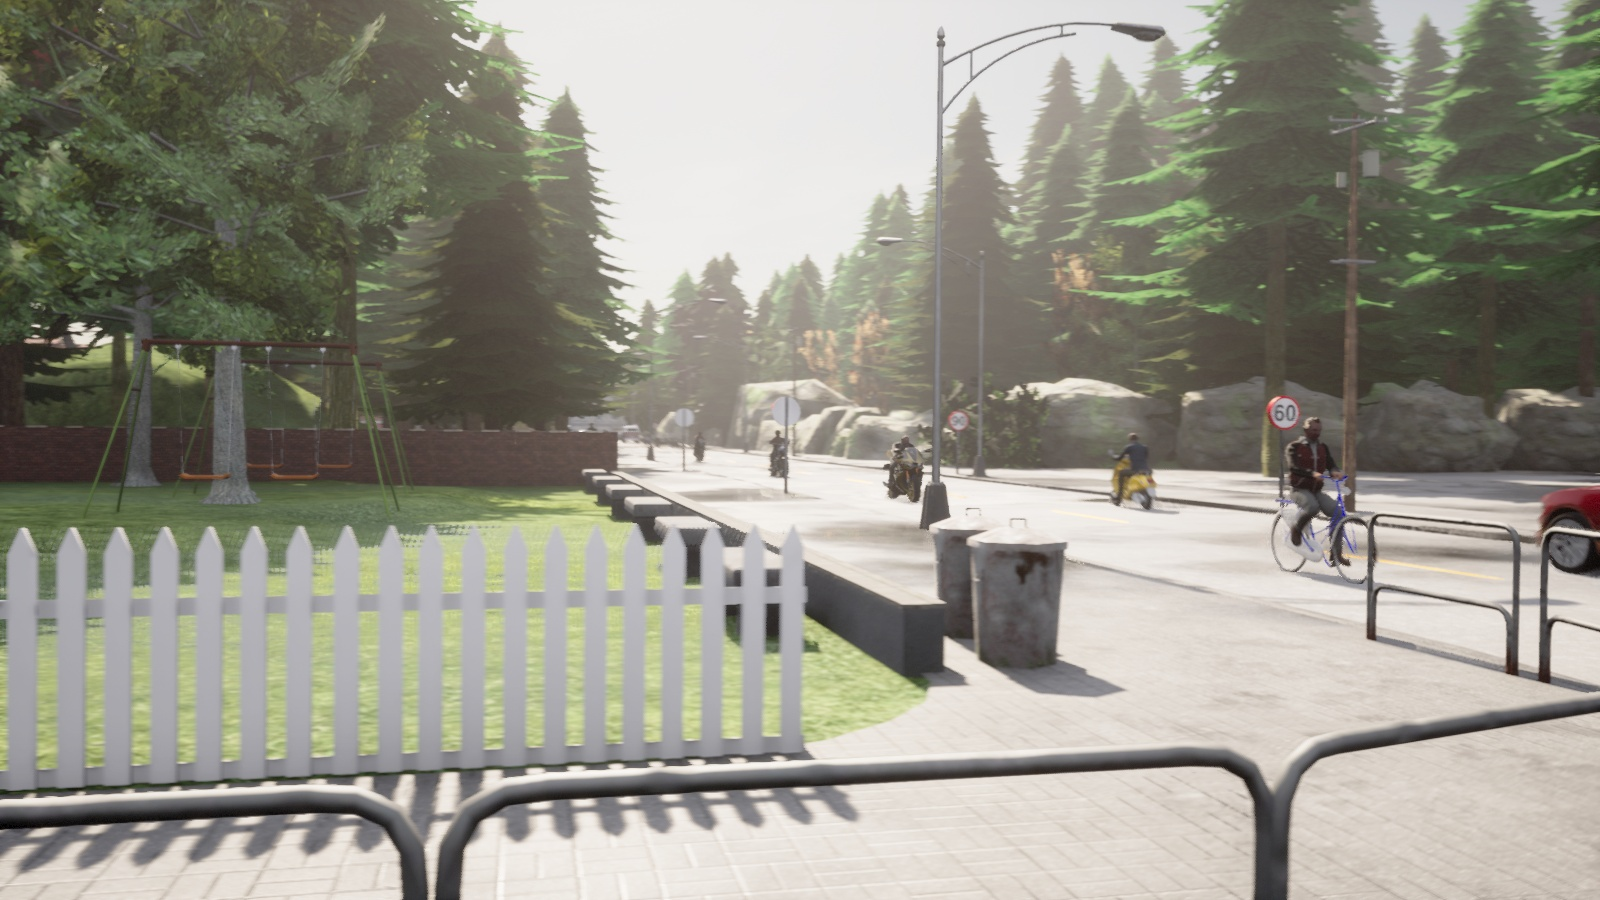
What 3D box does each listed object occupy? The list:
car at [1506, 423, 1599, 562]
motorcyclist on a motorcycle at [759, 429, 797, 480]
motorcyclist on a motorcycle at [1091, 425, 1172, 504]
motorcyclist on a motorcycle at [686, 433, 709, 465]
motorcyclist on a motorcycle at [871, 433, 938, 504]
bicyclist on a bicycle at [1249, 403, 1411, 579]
[{"bbox_3d":[9.972,0.469,12.984,1.882,1.535,5.008,-1,1,-11],"label":"car"},{"bbox_3d":[-0.752,0.136,42.160,0.766,1.649,2.350,-1,1,-13],"label":"motorcyclist on a motorcycle"},{"bbox_3d":[6.929,0.283,26.344,0.866,1.590,1.817,-1,1,-13],"label":"motorcyclist on a motorcycle"},{"bbox_3d":[-4.962,-0.059,60.809,0.797,1.523,2.044,-1,1,-13],"label":"motorcyclist on a motorcycle"},{"bbox_3d":[2.346,0.387,28.482,0.866,1.530,2.191,-1,1,-13],"label":"motorcyclist on a motorcycle"},{"bbox_3d":[5.706,0.402,13.635,0.659,1.776,1.843,-1,1,-13],"label":"bicyclist on a bicycle"}]
